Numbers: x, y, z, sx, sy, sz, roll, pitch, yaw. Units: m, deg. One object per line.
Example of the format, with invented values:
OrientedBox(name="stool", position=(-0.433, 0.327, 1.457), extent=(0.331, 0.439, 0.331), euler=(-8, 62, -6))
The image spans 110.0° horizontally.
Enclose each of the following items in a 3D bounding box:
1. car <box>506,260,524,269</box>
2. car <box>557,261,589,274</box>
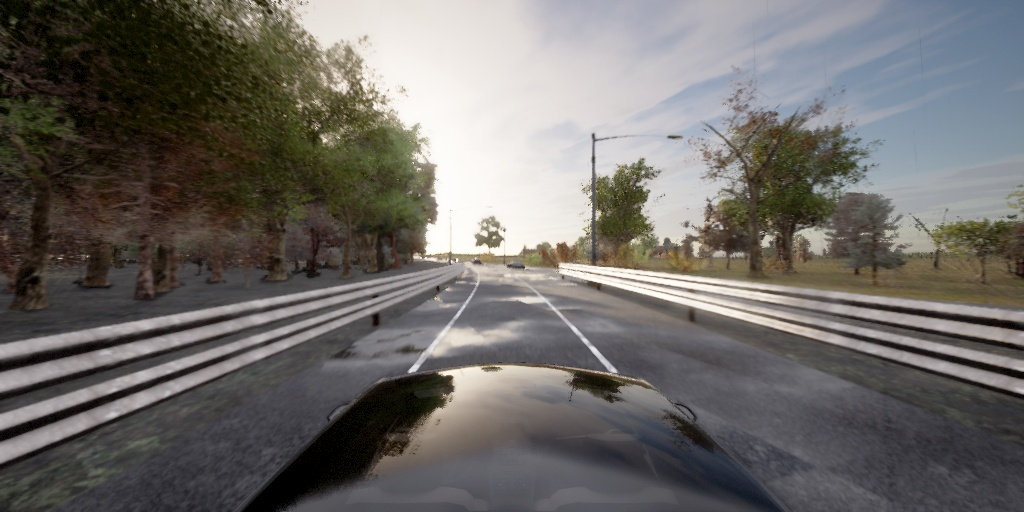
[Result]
OrientedBox(name="car", position=(0.454, 1.388, 57.862), extent=(1.994, 1.385, 4.181), euler=(0, 0, -18))
OrientedBox(name="car", position=(6.521, 1.332, 38.847), extent=(2.128, 1.511, 4.902), euler=(1, 0, -18))
